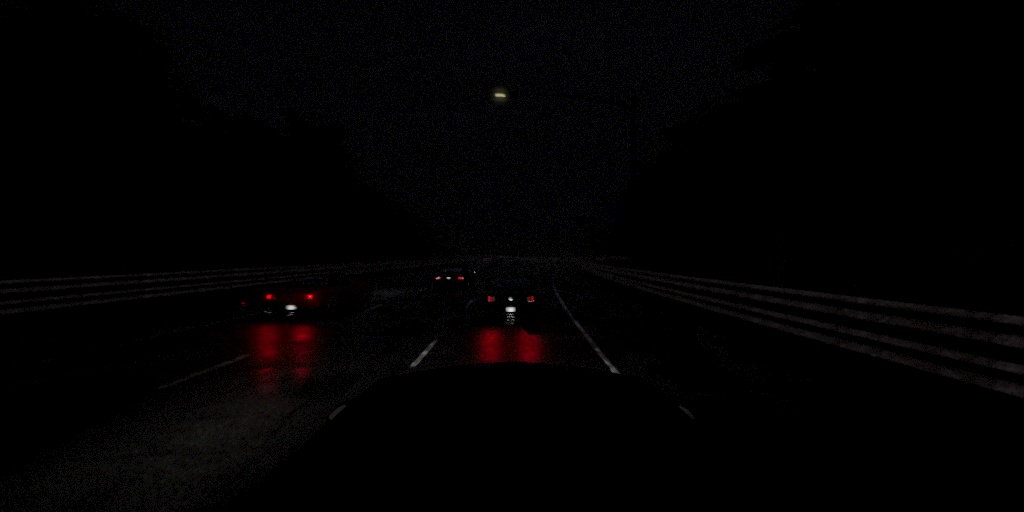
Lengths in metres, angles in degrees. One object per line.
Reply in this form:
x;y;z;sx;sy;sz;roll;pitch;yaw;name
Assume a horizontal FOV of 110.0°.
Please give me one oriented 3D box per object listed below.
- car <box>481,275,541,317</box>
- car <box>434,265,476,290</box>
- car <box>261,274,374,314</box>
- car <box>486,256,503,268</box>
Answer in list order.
-0.021;1.341;13.176;1.895;1.301;4.718;0;0;0;car
-3.402;1.266;22.174;2.033;1.411;5.357;0;0;1;car
-6.993;1.329;13.606;1.895;1.301;4.718;0;0;1;car
-2.670;1.174;59.600;2.033;1.411;5.357;0;0;1;car
